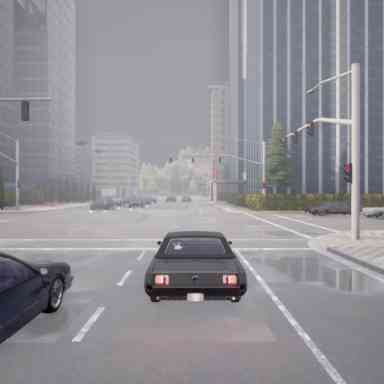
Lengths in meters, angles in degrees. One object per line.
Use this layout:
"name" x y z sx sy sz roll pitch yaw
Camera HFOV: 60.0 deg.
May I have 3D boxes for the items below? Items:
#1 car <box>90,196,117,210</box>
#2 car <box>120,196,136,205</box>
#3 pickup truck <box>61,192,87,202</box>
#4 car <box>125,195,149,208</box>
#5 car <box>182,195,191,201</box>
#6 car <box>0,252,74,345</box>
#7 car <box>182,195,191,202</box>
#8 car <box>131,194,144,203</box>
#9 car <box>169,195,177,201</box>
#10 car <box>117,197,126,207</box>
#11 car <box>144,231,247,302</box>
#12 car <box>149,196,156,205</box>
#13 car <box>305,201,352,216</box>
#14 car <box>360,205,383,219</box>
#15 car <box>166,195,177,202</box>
"car" -11.304 1.351 42.095 2.097 1.767 4.553 0 0 -1
"car" -11.584 1.546 60.721 2.033 1.411 5.357 0 0 -1
"pickup truck" -24.768 1.057 69.244 2.390 2.098 6.274 0 0 30
"car" -7.891 1.563 48.015 1.994 1.385 4.181 0 0 -1
"car" -1.385 1.538 84.808 2.033 1.411 5.357 0 0 -1
"car" -3.436 1.547 4.591 2.033 1.411 5.357 0 0 0
"car" -1.228 1.552 75.033 1.994 1.385 4.181 0 0 -1
"car" -11.672 1.353 70.978 2.097 1.767 4.553 0 0 -1
"car" -4.885 1.522 84.739 1.812 1.442 4.674 0 0 -1
"car" -11.449 1.525 51.000 1.812 1.442 4.674 0 0 -1
"car" 0.067 1.601 8.188 1.895 1.301 4.718 0 0 0
"car" -8.029 1.546 57.328 2.033 1.411 5.357 0 0 -1
"car" 13.584 1.547 31.596 5.357 1.411 2.033 0 0 -3
"car" 16.939 1.600 28.089 4.718 1.301 1.895 0 0 0
"car" -4.718 1.499 74.571 1.837 1.490 4.892 0 0 -1
